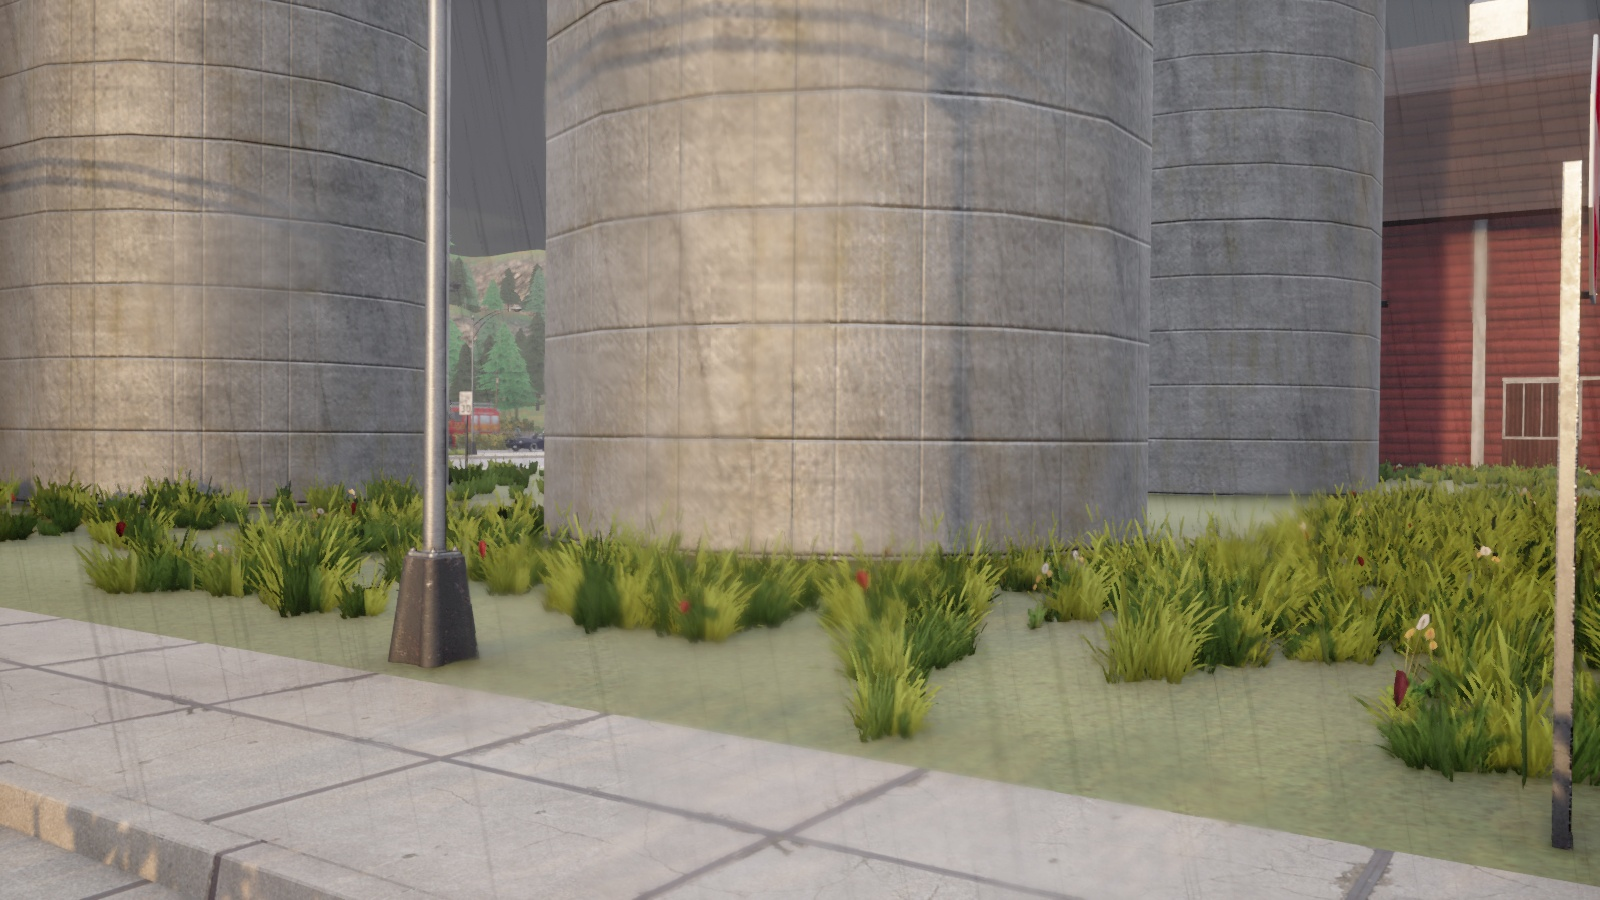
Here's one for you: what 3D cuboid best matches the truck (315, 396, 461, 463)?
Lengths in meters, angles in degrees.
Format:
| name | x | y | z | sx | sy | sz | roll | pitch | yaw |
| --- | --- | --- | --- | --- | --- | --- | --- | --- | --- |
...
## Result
| name | x | y | z | sx | sy | sz | roll | pitch | yaw |
| --- | --- | --- | --- | --- | --- | --- | --- | --- | --- |
| truck | -24.922 | -1.252 | 76.481 | 2.891 | 3.827 | 8.468 | 0 | 1 | 33 |

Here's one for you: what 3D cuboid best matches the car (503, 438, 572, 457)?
| name | x | y | z | sx | sy | sz | roll | pitch | yaw |
| --- | --- | --- | --- | --- | --- | --- | --- | --- | --- |
| car | -18.121 | -0.192 | 86.956 | 1.895 | 1.301 | 4.718 | 0 | 1 | 33 |
